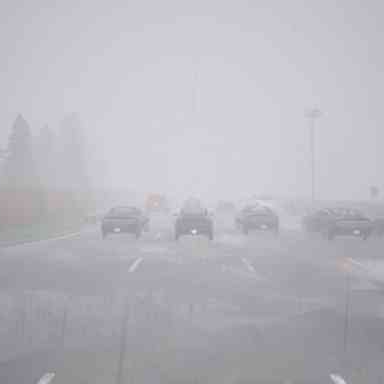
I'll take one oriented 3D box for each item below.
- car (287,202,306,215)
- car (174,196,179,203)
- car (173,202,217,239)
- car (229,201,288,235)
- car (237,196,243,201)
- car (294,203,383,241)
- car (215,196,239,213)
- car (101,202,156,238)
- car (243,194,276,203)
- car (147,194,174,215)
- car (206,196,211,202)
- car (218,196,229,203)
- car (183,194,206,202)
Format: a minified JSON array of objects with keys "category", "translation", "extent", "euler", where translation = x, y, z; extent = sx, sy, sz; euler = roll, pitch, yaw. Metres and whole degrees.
[{"category":"car","translation":[10.591,1.631,33.641],"extent":[1.895,1.301,4.718],"euler":[0,0,0]},{"category":"car","translation":[-3.518,1.536,66.881],"extent":[1.882,1.535,5.008],"euler":[0,0,0]},{"category":"car","translation":[0.095,1.521,17.420],"extent":[1.837,1.490,4.892],"euler":[0,0,0]},{"category":"car","translation":[3.595,1.509,19.038],"extent":[2.128,1.511,4.902],"euler":[0,0,0]},{"category":"car","translation":[10.481,1.563,71.468],"extent":[1.837,1.490,4.892],"euler":[0,0,0]},{"category":"car","translation":[7.095,1.507,16.739],"extent":[2.128,1.511,4.902],"euler":[0,0,0]},{"category":"car","translation":[3.590,1.510,36.747],"extent":[1.882,1.535,5.008],"euler":[0,0,0]},{"category":"car","translation":[-3.405,1.507,17.615],"extent":[2.128,1.511,4.902],"euler":[0,0,0]},{"category":"car","translation":[7.091,1.252,34.358],"extent":[2.150,2.045,5.566],"euler":[0,0,0]},{"category":"car","translation":[-3.410,1.252,34.362],"extent":[2.150,2.045,5.566],"euler":[0,0,0]},{"category":"car","translation":[3.467,1.594,78.100],"extent":[2.128,1.511,4.902],"euler":[0,0,0]},{"category":"car","translation":[6.980,1.617,73.517],"extent":[1.994,1.385,4.181],"euler":[0,0,0]},{"category":"car","translation":[0.092,1.383,34.902],"extent":[2.097,1.767,4.553],"euler":[0,0,0]}]
